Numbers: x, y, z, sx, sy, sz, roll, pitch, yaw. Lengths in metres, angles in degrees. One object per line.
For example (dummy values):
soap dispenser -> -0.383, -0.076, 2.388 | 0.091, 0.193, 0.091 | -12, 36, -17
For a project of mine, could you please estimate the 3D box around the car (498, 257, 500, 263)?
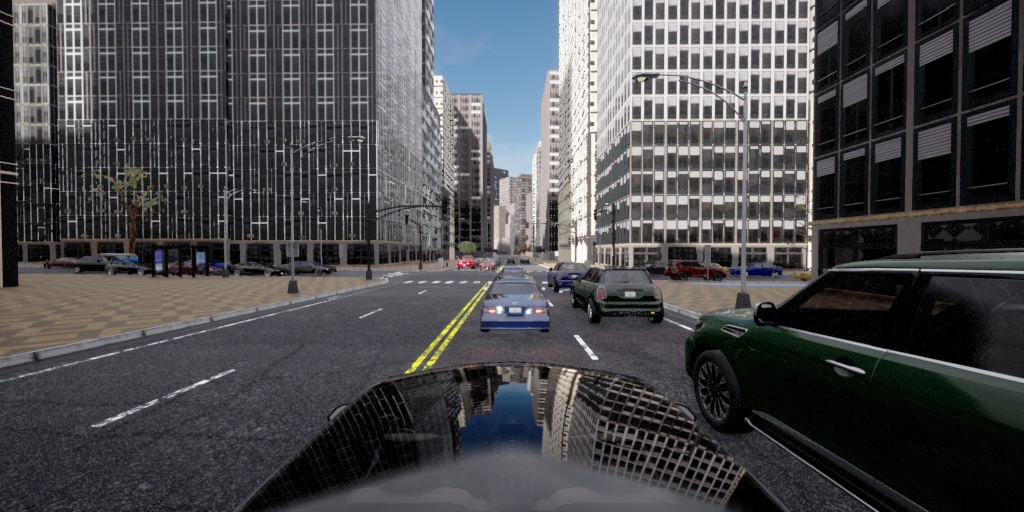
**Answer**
car -> -3.472, 1.229, 60.053 | 1.812, 1.442, 4.674 | 0, 0, 0

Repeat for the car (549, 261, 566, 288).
car -> 3.303, 1.091, 21.082 | 2.097, 1.767, 4.553 | 0, 0, 0

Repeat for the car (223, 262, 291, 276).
car -> -22.805, 1.172, 32.198 | 4.313, 1.339, 1.948 | 0, 0, 1

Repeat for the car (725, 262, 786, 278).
car -> 25.313, 1.417, 37.406 | 5.008, 1.535, 1.882 | 1, 1, 1

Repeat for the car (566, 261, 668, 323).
car -> 3.325, 1.097, 12.217 | 2.097, 1.767, 4.553 | 0, 0, 0

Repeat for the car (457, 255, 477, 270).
car -> -6.714, 0.933, 53.353 | 2.150, 2.045, 5.566 | 0, 0, 0

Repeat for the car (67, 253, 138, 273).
car -> -39.881, 0.759, 35.219 | 4.553, 1.767, 2.097 | 1, 1, 1

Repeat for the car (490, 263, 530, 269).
car -> 0.054, 1.304, 20.014 | 1.994, 1.385, 4.181 | 0, 0, 0

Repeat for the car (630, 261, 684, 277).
car -> 15.134, 1.356, 37.601 | 4.892, 1.490, 1.837 | 1, 1, 1

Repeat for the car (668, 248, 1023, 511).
car -> 3.345, 0.971, 2.371 | 2.150, 2.045, 5.566 | 0, 0, 0

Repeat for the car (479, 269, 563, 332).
car -> 0.080, 1.293, 10.771 | 2.033, 1.411, 5.357 | 0, 0, 0

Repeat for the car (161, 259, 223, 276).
car -> -28.489, 1.136, 32.318 | 4.207, 1.307, 1.802 | 0, 0, 1

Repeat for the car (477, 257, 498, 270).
car -> -3.433, 1.066, 51.209 | 2.097, 1.767, 4.553 | 0, 0, -1

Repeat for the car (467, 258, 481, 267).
car -> -6.710, 1.177, 63.698 | 1.882, 1.535, 5.008 | 0, 0, 1

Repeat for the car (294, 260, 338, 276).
car -> -19.990, 1.135, 34.855 | 5.357, 1.411, 2.033 | 1, 1, 1

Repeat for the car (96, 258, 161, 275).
car -> -34.170, 1.068, 32.477 | 4.313, 1.339, 1.948 | 0, 0, 1

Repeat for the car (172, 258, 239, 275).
car -> -29.850, 0.976, 35.033 | 5.008, 1.535, 1.882 | 1, 1, 1
